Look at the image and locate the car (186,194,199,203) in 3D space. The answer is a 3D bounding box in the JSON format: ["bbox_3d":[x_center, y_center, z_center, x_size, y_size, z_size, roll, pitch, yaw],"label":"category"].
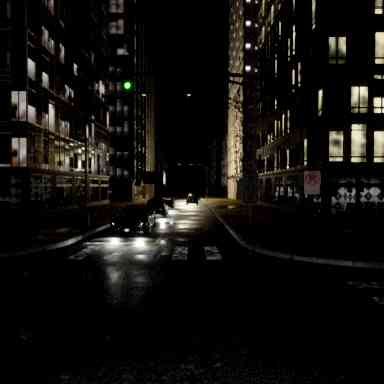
[{"bbox_3d":[0.057,1.076,59.744,2.128,1.511,4.902,0,0,0],"label":"car"}]

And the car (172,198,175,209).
[{"bbox_3d":[-3.053,1.305,39.427,1.895,1.301,4.718,0,0,0],"label":"car"}]

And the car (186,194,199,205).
[{"bbox_3d":[0.047,1.195,49.328,2.033,1.411,5.357,0,0,0],"label":"car"}]

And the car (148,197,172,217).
[{"bbox_3d":[-3.066,1.281,28.593,1.837,1.490,4.892,0,0,0],"label":"car"}]

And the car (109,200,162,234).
[{"bbox_3d":[-3.080,1.393,18.364,2.033,1.411,5.357,0,0,0],"label":"car"}]
